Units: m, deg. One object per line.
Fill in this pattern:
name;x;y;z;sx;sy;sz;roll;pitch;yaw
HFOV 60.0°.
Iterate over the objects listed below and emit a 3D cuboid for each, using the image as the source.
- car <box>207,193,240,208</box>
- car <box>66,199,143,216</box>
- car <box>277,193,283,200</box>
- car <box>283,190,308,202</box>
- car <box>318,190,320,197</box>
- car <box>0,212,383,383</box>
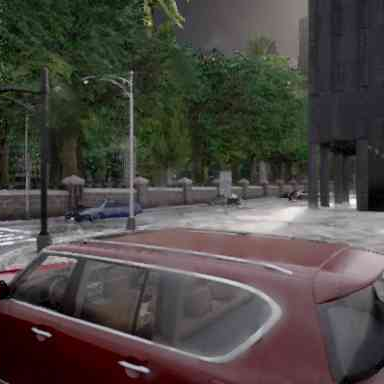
car;3.411;0.798;34.714;1.812;1.442;4.674;0;1;36
car;-5.653;1.160;22.138;2.033;1.411;5.357;0;1;36
car;14.367;0.514;49.759;1.895;1.301;4.718;0;1;36
car;14.299;0.478;44.416;1.812;1.442;4.674;0;1;38
car;20.244;0.314;52.784;1.895;1.301;4.718;0;1;36
car;-0.567;1.312;3.369;5.009;1.841;2.192;0;0;35
